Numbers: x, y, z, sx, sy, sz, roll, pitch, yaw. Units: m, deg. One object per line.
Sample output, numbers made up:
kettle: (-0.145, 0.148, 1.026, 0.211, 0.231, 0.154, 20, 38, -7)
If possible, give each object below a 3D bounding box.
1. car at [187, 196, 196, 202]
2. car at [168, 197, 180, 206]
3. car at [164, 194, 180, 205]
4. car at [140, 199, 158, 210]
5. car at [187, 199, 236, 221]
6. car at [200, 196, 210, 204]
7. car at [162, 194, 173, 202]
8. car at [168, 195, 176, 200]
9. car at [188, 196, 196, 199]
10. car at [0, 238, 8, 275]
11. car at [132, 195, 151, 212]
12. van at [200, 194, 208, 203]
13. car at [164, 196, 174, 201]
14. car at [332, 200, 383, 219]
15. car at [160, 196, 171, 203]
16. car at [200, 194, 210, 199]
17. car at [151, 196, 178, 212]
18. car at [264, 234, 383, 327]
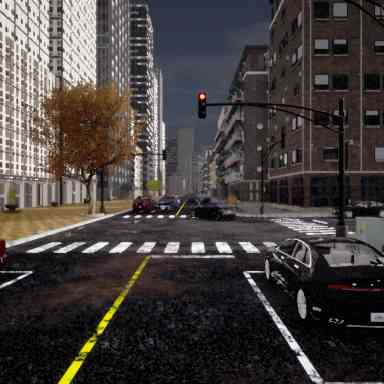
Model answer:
car: (-0.067, 1.625, 78.862, 1.994, 1.385, 4.181, 0, 0, 0)
car: (-3.130, 1.642, 58.435, 1.895, 1.301, 4.718, 0, 0, 0)
car: (-3.137, 1.382, 48.364, 2.097, 1.767, 4.553, 0, 0, 0)
car: (-5.730, 1.592, 44.829, 1.947, 1.339, 4.313, 0, 0, 0)
car: (1.710, 1.577, 27.824, 1.994, 1.385, 4.181, 0, 0, -40)
car: (2.632, 1.578, 67.097, 1.752, 1.417, 4.829, 0, 0, 0)
car: (-5.758, 1.385, 77.966, 2.192, 1.841, 5.009, 0, 0, 0)
car: (-5.772, 1.654, 94.535, 2.008, 1.369, 4.403, 0, 0, 0)
car: (0.038, 1.619, 68.917, 1.994, 1.385, 4.181, 0, 0, 0)
car: (-5.698, 1.545, 6.918, 1.887, 1.381, 4.507, 0, 0, 0)
car: (-5.726, 1.336, 39.306, 2.192, 1.841, 5.009, 0, 0, 0)
van: (2.627, 1.402, 72.451, 1.690, 1.788, 3.998, 0, 0, 0)
car: (-5.763, 1.632, 83.489, 2.008, 1.369, 4.403, 0, 0, 0)
car: (13.403, 1.350, 26.340, 4.403, 1.369, 2.008, -1, 1, -1)
car: (-5.753, 1.627, 72.444, 1.947, 1.339, 4.313, 0, 0, 0)
car: (2.637, 1.610, 61.404, 1.947, 1.339, 4.313, 0, 0, 0)
car: (-3.133, 1.512, 38.486, 2.128, 1.511, 4.902, 0, 0, 0)
car: (2.682, 1.551, 6.925, 2.008, 1.369, 4.403, 0, 0, 0)
